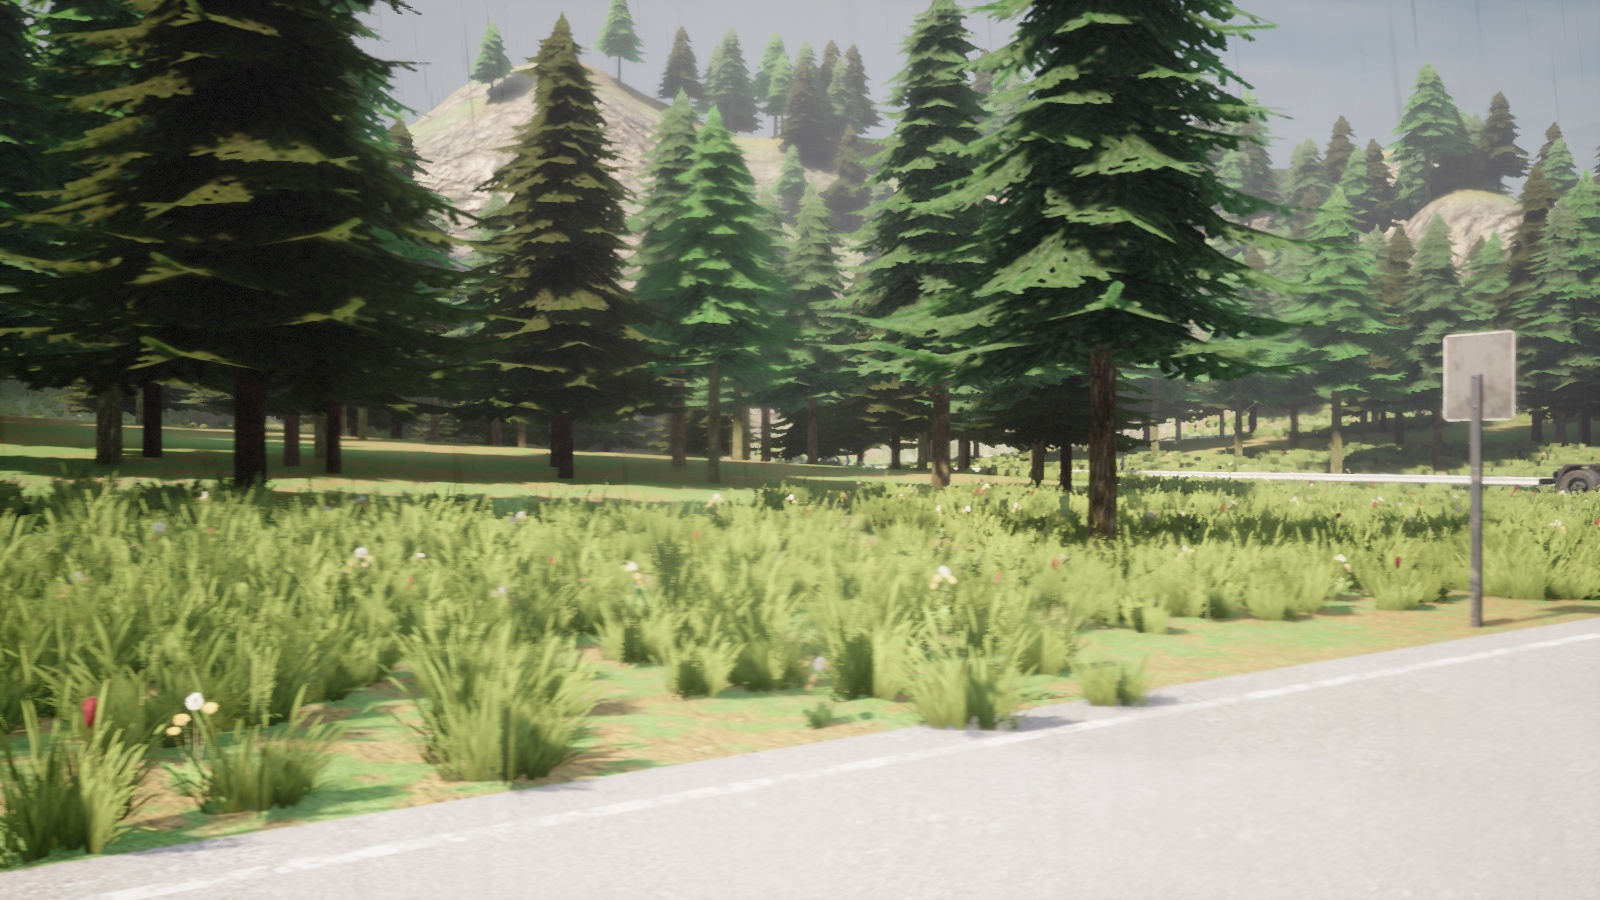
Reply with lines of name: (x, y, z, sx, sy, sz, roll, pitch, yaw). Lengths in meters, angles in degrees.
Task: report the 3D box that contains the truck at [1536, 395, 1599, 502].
truck: (28.141, -0.059, 39.707, 2.891, 3.462, 7.936, 0, 0, -35)
